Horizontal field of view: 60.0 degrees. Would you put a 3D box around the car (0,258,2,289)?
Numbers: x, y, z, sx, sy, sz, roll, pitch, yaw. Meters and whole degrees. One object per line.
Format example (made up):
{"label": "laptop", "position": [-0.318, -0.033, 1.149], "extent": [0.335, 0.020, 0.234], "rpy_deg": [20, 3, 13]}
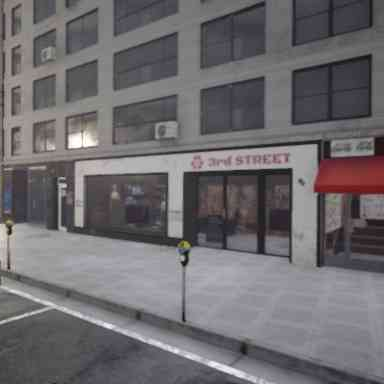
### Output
{"label": "car", "position": [-5.694, 1.468, 7.027], "extent": [4.313, 1.339, 1.947], "rpy_deg": [1, 0, 35]}
